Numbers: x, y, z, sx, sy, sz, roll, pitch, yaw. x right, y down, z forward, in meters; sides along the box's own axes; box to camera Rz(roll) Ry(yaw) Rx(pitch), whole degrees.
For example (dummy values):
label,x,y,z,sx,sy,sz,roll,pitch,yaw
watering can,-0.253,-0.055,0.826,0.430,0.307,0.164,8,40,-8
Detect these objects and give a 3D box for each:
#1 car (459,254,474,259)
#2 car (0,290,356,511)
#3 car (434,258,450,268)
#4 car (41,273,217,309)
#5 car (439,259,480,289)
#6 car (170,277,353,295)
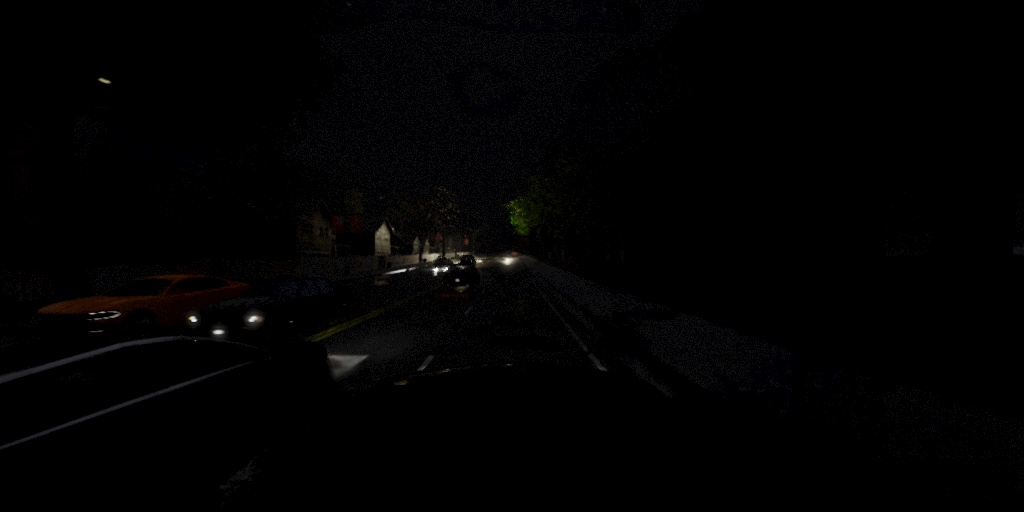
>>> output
label,x,y,z,sx,sy,sz,roll,pitch,yaw
car,-6.582,0.666,52.791,2.097,1.767,4.553,0,1,0
car,-3.149,1.249,2.574,2.128,1.511,4.902,0,0,0
car,-9.837,0.936,51.460,1.895,1.301,4.718,0,1,0
car,-9.854,1.275,10.237,1.882,1.535,5.008,0,0,0
car,-3.158,1.215,23.233,1.882,1.535,5.008,0,1,0
car,-6.604,1.346,10.730,2.033,1.411,5.357,0,0,0
